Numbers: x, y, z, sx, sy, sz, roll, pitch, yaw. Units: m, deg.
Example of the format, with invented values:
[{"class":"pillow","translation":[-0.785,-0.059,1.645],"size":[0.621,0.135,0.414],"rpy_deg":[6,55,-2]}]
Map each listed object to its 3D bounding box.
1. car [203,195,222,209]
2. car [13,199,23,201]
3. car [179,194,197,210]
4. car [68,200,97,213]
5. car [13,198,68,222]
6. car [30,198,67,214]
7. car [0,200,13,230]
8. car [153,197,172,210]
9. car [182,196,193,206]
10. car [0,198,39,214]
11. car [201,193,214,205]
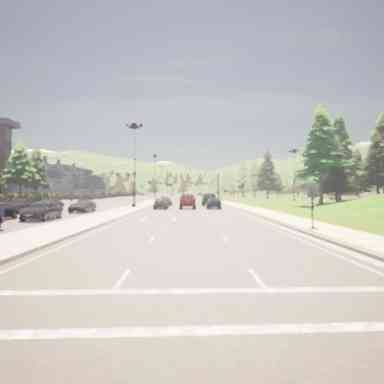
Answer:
[{"class":"car","translation":[2.900,1.513,44.565],"size":[1.837,1.490,4.892],"rpy_deg":[0,0,-1]},{"class":"car","translation":[-15.403,1.497,26.064],"size":[2.128,1.511,4.902],"rpy_deg":[0,0,-1]},{"class":"car","translation":[-0.594,1.229,44.141],"size":[2.150,2.045,5.566],"rpy_deg":[0,0,-1]},{"class":"car","translation":[-12.009,1.554,36.816],"size":[2.033,1.411,5.357],"rpy_deg":[0,0,0]},{"class":"car","translation":[-11.908,1.510,26.521],"size":[1.837,1.490,4.892],"rpy_deg":[0,0,-1]},{"class":"car","translation":[-15.496,1.485,36.118],"size":[1.882,1.535,5.008],"rpy_deg":[0,0,0]},{"class":"car","translation":[-11.775,1.225,16.842],"size":[2.150,2.045,5.566],"rpy_deg":[0,0,-1]},{"class":"car","translation":[-4.092,1.555,44.021],"size":[2.033,1.411,5.357],"rpy_deg":[0,0,-1]},{"class":"car","translation":[-0.757,1.515,54.694],"size":[1.837,1.490,4.892],"rpy_deg":[0,0,-1]},{"class":"car","translation":[-18.994,1.512,36.891],"size":[1.837,1.490,4.892],"rpy_deg":[0,0,-1]},{"class":"car","translation":[2.742,1.231,54.789],"size":[2.150,2.045,5.566],"rpy_deg":[0,0,-1]}]
